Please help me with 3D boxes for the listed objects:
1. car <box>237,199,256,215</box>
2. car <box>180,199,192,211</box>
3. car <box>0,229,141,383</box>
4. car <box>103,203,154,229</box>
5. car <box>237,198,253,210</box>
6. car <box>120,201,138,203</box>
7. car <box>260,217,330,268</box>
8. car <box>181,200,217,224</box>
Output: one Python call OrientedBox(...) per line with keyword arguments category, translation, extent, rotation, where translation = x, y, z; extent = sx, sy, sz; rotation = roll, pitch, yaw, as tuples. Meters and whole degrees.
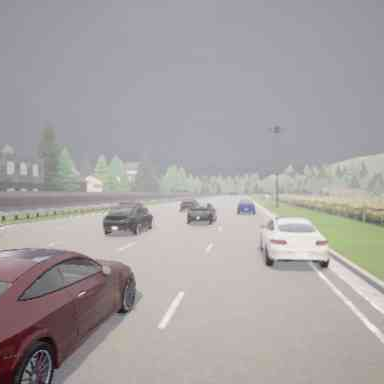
OrientedBox(category="car", translation=(5.925, 1.629, 36.279), extent=(1.882, 1.535, 5.008), rotation=(0, 0, 9))
OrientedBox(category="car", translation=(-0.256, 1.697, 41.834), extent=(1.837, 1.490, 4.892), rotation=(0, 0, 9))
OrientedBox(category="car", translation=(-2.303, 1.555, 4.858), extent=(1.812, 1.442, 4.674), rotation=(0, 0, 9))
OrientedBox(category="car", translation=(-3.618, 1.605, 19.582), extent=(1.837, 1.490, 4.892), rotation=(0, 0, 9))
OrientedBox(category="car", translation=(7.430, 1.685, 46.519), extent=(2.128, 1.511, 4.902), rotation=(0, 0, 9))
OrientedBox(category="car", translation=(-5.544, 1.754, 30.258), extent=(1.895, 1.301, 4.718), rotation=(0, 0, 9))
OrientedBox(category="car", translation=(3.369, 1.570, 11.443), extent=(1.812, 1.442, 4.674), rotation=(0, 0, 9))
OrientedBox(category="car", translation=(0.812, 1.606, 25.471), extent=(2.128, 1.511, 4.902), rotation=(0, 0, 9))
